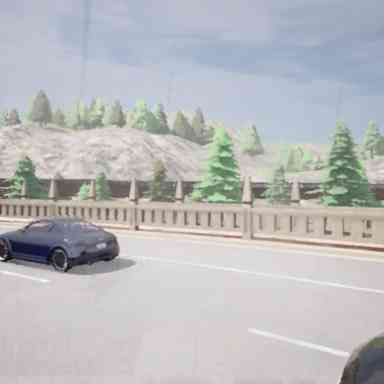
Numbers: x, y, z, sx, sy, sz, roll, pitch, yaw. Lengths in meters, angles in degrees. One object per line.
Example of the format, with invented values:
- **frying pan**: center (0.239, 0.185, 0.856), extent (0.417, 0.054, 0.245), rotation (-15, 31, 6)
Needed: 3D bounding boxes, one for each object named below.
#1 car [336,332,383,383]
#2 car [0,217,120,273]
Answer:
- **car**: center (3.262, 1.484, 1.472), extent (4.902, 1.511, 2.128), rotation (0, 0, 36)
- **car**: center (-4.316, 1.497, 10.524), extent (4.181, 1.385, 1.994), rotation (0, 0, 31)
